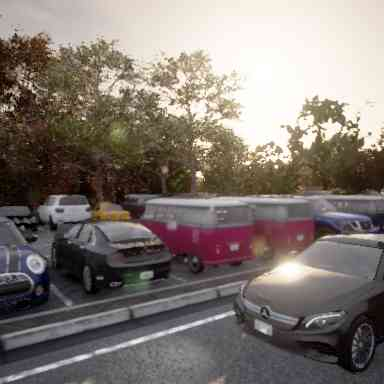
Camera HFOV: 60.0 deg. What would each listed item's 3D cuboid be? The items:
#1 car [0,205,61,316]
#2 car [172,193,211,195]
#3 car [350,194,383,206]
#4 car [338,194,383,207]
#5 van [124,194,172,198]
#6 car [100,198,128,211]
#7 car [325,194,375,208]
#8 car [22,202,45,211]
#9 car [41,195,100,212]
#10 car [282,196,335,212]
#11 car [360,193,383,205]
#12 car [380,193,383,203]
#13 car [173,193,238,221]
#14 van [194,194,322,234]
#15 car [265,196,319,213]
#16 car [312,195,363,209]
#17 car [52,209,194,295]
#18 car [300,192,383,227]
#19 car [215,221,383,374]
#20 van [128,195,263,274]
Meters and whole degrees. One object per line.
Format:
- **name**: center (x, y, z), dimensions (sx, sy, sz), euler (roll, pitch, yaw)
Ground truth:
- **car**: center (-4.641, 1.352, 7.265), dimensions (2.185, 1.767, 4.553), euler (0, 0, -36)
- **car**: center (-1.327, 1.131, 25.710), dimensions (2.435, 2.045, 5.566), euler (-1, 0, -36)
- **car**: center (23.515, 1.012, 43.472), dimensions (2.163, 1.488, 4.792), euler (-1, 1, -36)
- **car**: center (21.271, 1.025, 41.839), dimensions (2.231, 1.521, 4.892), euler (-1, 1, -36)
- **van**: center (-3.636, 1.176, 24.167), dimensions (1.878, 1.987, 4.442), euler (0, 0, -36)
- **car**: center (-5.932, 1.419, 22.611), dimensions (1.946, 1.575, 5.366), euler (0, 0, -36)
- **car**: center (19.014, 1.066, 40.224), dimensions (2.097, 1.535, 5.008), euler (-1, 1, -36)
- **car**: center (-10.323, 1.491, 19.207), dimensions (2.163, 1.488, 4.792), euler (-1, 0, -36)
- **car**: center (-8.100, 1.190, 20.867), dimensions (2.435, 2.045, 5.566), euler (0, 0, -36)
- **car**: center (12.248, 1.192, 35.373), dimensions (2.231, 1.521, 4.892), euler (-1, 1, -36)
- **car**: center (25.897, 0.938, 44.911), dimensions (1.946, 1.575, 5.366), euler (-1, 1, -36)
- **car**: center (30.322, 0.887, 48.267), dimensions (2.163, 1.488, 4.792), euler (-1, 1, -36)
- **car**: center (0.965, 1.106, 27.278), dimensions (2.435, 2.045, 5.566), euler (-1, 0, -36)
- **van**: center (2.150, 1.192, 12.225), dimensions (1.878, 1.987, 4.442), euler (-1, 0, -36)
- **car**: center (9.988, 1.230, 33.758), dimensions (2.097, 1.535, 5.008), euler (-1, 1, -36)
- **car**: center (16.756, 1.107, 38.610), dimensions (2.097, 1.535, 5.008), euler (-1, 1, -36)
- **car**: center (-2.338, 1.459, 8.865), dimensions (2.231, 1.521, 4.892), euler (-1, 0, -36)
- **car**: center (4.515, 1.147, 13.738), dimensions (2.435, 2.045, 5.566), euler (0, 0, -36)
- **car**: center (2.817, 1.479, 5.676), dimensions (4.674, 1.442, 1.812), euler (-1, 0, -36)
- **van**: center (-0.130, 1.212, 10.594), dimensions (1.878, 1.987, 4.442), euler (-1, 0, -36)
